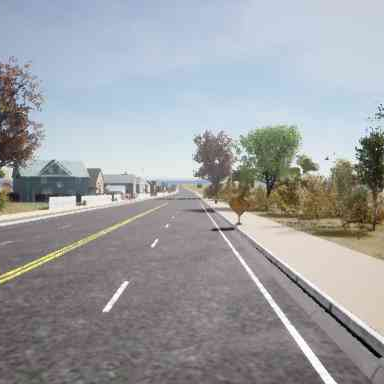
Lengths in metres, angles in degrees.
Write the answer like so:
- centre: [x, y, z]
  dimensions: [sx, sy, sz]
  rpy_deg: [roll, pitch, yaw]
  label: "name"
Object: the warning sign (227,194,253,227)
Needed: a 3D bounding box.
- centre: [2.882, 1.098, 20.140]
  dimensions: [1.300, 1.860, 1.060]
  rpy_deg: [2, 2, 0]
  label: "warning sign"
